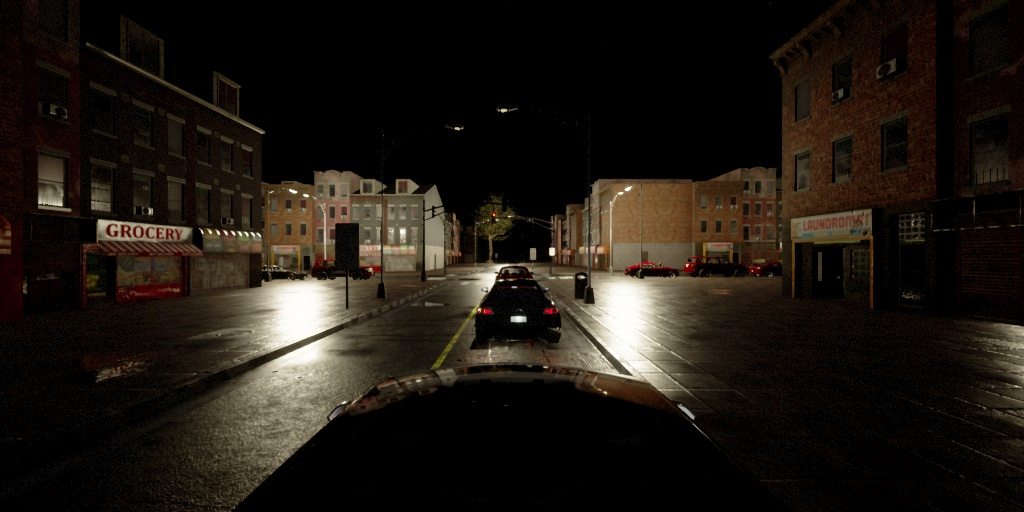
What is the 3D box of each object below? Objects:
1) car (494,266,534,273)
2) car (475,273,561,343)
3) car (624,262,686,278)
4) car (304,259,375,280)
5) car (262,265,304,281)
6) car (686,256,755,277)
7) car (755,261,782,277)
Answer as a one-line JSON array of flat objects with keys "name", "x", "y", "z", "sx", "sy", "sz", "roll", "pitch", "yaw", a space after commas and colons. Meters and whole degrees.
[{"name": "car", "x": 0.106, "y": 1.236, "z": 18.612, "sx": 1.882, "sy": 1.535, "sz": 5.008, "roll": 0, "pitch": 0, "yaw": 0}, {"name": "car", "x": 0.110, "y": 1.316, "z": 9.648, "sx": 1.994, "sy": 1.385, "sz": 4.181, "roll": 0, "pitch": 0, "yaw": -1}, {"name": "car", "x": 11.957, "y": 1.217, "z": 30.723, "sx": 4.507, "sy": 1.381, "sz": 1.888, "roll": 0, "pitch": 0, "yaw": 0}, {"name": "car", "x": -14.451, "y": 1.180, "z": 30.685, "sx": 5.009, "sy": 1.841, "sz": 2.192, "roll": 0, "pitch": 0, "yaw": 0}, {"name": "car", "x": -19.877, "y": 1.473, "z": 30.677, "sx": 4.313, "sy": 1.339, "sz": 1.948, "roll": 0, "pitch": 0, "yaw": 0}, {"name": "car", "x": 17.391, "y": 0.948, "z": 30.731, "sx": 5.009, "sy": 1.841, "sz": 2.192, "roll": 0, "pitch": 0, "yaw": 0}, {"name": "car", "x": 22.825, "y": 1.141, "z": 30.739, "sx": 4.507, "sy": 1.381, "sz": 1.888, "roll": 0, "pitch": 0, "yaw": 0}]
